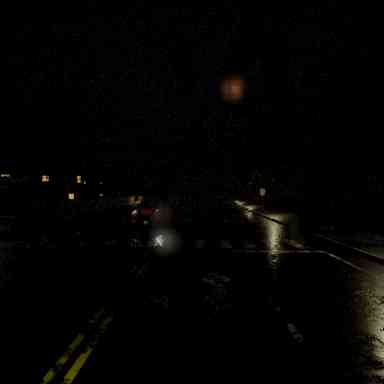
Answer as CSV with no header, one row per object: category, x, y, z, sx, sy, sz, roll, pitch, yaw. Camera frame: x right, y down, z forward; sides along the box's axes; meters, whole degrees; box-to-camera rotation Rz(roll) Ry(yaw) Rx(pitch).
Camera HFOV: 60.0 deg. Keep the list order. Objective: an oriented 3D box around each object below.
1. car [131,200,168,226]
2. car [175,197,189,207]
car,-2.898,1.370,23.383,2.097,1.767,4.553,0,0,2
car,-1.523,1.630,54.304,1.837,1.490,4.892,0,0,3
